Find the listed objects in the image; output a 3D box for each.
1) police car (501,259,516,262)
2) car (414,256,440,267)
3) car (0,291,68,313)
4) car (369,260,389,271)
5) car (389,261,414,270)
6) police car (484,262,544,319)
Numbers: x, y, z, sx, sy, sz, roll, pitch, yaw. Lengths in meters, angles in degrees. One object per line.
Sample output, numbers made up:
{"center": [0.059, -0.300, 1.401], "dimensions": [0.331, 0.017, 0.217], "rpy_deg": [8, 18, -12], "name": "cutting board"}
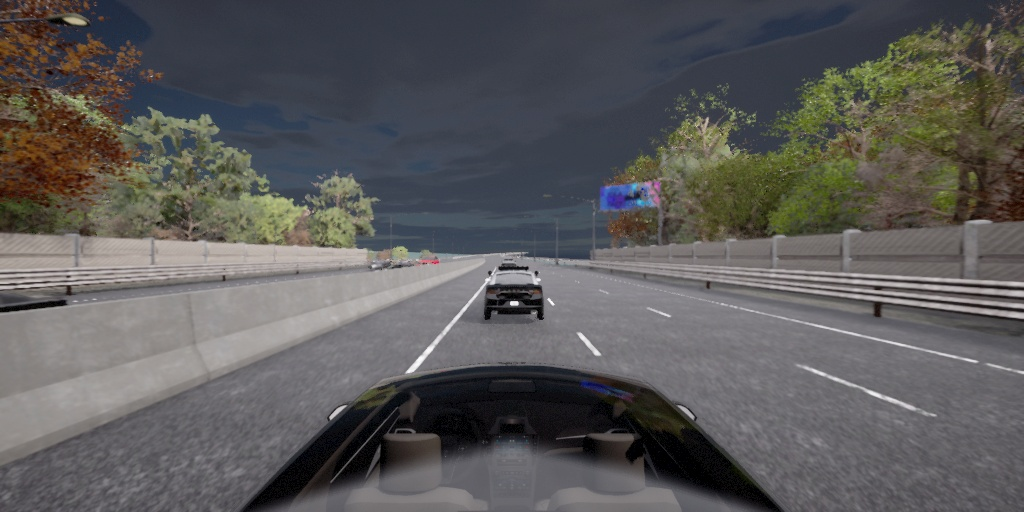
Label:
{"center": [-0.423, 1.172, 43.964], "dimensions": [1.930, 1.638, 5.238], "rpy_deg": [0, 0, -1], "name": "police car"}
{"center": [-11.214, 0.973, 48.646], "dimensions": [2.150, 2.045, 5.566], "rpy_deg": [0, 0, -1], "name": "car"}
{"center": [-10.613, 1.231, 5.703], "dimensions": [1.882, 1.535, 5.008], "rpy_deg": [0, 0, 0], "name": "car"}
{"center": [-18.242, 1.243, 49.714], "dimensions": [2.128, 1.511, 4.902], "rpy_deg": [0, 0, -1], "name": "car"}
{"center": [-14.722, 1.350, 48.817], "dimensions": [1.895, 1.301, 4.718], "rpy_deg": [0, 0, -1], "name": "car"}
{"center": [0.052, 1.175, 13.018], "dimensions": [1.930, 1.638, 5.238], "rpy_deg": [0, 0, 0], "name": "police car"}
